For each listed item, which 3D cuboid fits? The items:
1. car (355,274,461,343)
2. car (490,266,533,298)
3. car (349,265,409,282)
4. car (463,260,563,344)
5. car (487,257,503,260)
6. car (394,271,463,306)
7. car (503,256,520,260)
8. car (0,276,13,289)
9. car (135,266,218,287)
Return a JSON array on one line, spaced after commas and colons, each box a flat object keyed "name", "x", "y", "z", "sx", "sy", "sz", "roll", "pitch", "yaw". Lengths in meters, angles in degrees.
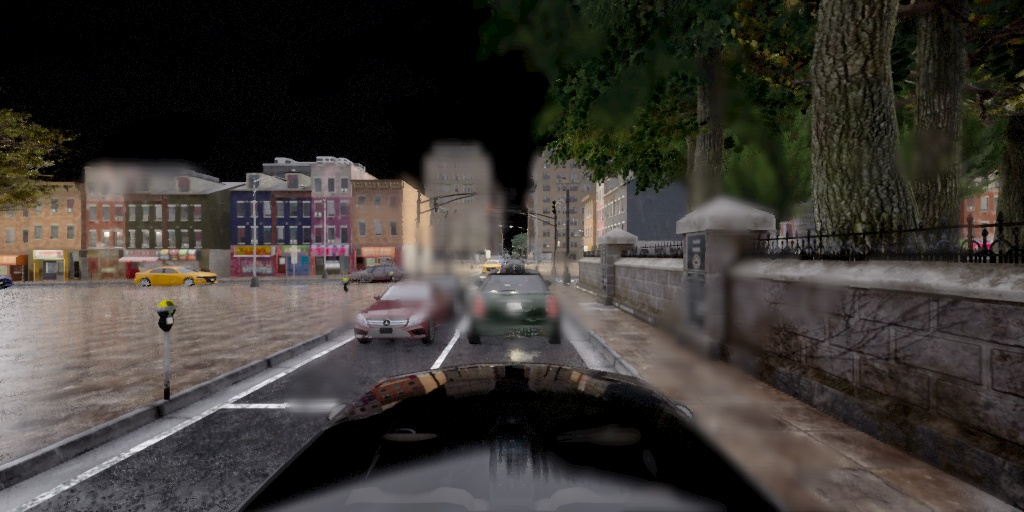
[{"name": "car", "x": -2.639, "y": 1.332, "z": 9.611, "sx": 1.802, "sy": 1.307, "sz": 4.207, "roll": 0, "pitch": 0, "yaw": 0}, {"name": "car", "x": -0.147, "y": 1.314, "z": 19.171, "sx": 1.994, "sy": 1.385, "sz": 4.181, "roll": 0, "pitch": 0, "yaw": -5}, {"name": "car", "x": -8.927, "y": 1.378, "z": 26.190, "sx": 5.357, "sy": 1.411, "sz": 2.033, "roll": -1, "pitch": 0, "yaw": 0}, {"name": "car", "x": 0.072, "y": 1.102, "z": 9.727, "sx": 2.097, "sy": 1.767, "sz": 4.553, "roll": 0, "pitch": 0, "yaw": 0}, {"name": "car", "x": -2.283, "y": 1.221, "z": 41.541, "sx": 1.882, "sy": 1.535, "sz": 5.008, "roll": 0, "pitch": 0, "yaw": 1}, {"name": "car", "x": -2.640, "y": 1.316, "z": 13.274, "sx": 1.948, "sy": 1.339, "sz": 4.313, "roll": 0, "pitch": 0, "yaw": 0}, {"name": "car", "x": 0.359, "y": 1.095, "z": 41.580, "sx": 2.097, "sy": 1.767, "sz": 4.553, "roll": 0, "pitch": 0, "yaw": 1}, {"name": "car", "x": -39.681, "y": 1.749, "z": 26.109, "sx": 5.008, "sy": 1.535, "sz": 1.882, "roll": -1, "pitch": 0, "yaw": 0}, {"name": "car", "x": -24.369, "y": 1.496, "z": 26.136, "sx": 5.008, "sy": 1.535, "sz": 1.882, "roll": -1, "pitch": 0, "yaw": 0}]
